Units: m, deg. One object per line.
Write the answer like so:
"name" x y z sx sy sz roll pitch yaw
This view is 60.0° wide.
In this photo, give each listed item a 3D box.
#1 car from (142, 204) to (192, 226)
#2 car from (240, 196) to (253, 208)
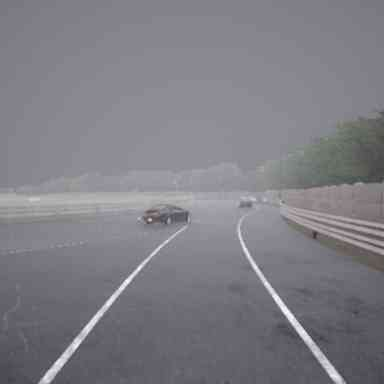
"car" -1.704 1.631 24.559 1.837 1.490 4.892 1 0 28
"car" 8.744 1.812 53.814 1.882 1.535 5.008 0 0 12
